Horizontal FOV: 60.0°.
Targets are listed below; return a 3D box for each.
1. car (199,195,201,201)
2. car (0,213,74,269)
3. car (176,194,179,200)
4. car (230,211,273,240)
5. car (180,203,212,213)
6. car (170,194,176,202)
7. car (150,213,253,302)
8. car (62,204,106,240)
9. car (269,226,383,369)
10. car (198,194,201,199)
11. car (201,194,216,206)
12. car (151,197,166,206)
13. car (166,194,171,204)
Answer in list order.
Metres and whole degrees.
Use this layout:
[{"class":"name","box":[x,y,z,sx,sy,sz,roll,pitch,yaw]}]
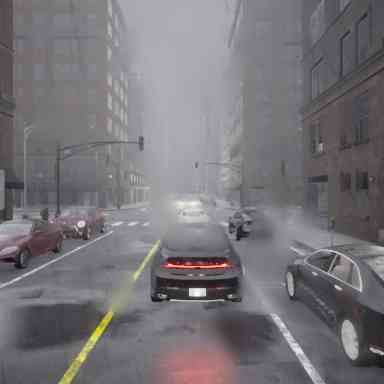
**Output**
[{"class":"car","box":[2.892,1.607,64.478,2.008,1.369,4.403,0,0,0]},{"class":"car","box":[-5.673,1.582,11.067,1.802,1.307,4.206,0,0,0]},{"class":"car","box":[-5.593,1.457,91.531,2.192,1.841,5.009,0,0,0]},{"class":"car","box":[2.851,1.567,16.570,1.947,1.339,4.313,0,0,0]},{"class":"car","box":[0.078,1.527,17.382,1.812,1.442,4.674,0,0,-1]},{"class":"car","box":[-5.609,1.626,80.544,1.752,1.417,4.829,0,0,0]},{"class":"car","box":[0.096,1.505,8.234,1.837,1.490,4.892,0,0,0]},{"class":"car","box":[-5.675,1.441,16.568,1.967,1.590,4.097,0,0,0]},{"class":"car","box":[2.854,1.551,5.568,2.008,1.369,4.403,0,0,0]},{"class":"car","box":[2.908,1.525,75.296,1.967,1.590,4.097,0,0,0]},{"class":"car","box":[2.875,1.476,53.660,1.967,1.590,4.097,0,0,0]},{"class":"car","box":[-5.650,1.618,53.671,1.802,1.307,4.206,0,0,0]},{"class":"car","box":[-5.633,1.607,64.488,2.008,1.369,4.403,0,0,0]}]
